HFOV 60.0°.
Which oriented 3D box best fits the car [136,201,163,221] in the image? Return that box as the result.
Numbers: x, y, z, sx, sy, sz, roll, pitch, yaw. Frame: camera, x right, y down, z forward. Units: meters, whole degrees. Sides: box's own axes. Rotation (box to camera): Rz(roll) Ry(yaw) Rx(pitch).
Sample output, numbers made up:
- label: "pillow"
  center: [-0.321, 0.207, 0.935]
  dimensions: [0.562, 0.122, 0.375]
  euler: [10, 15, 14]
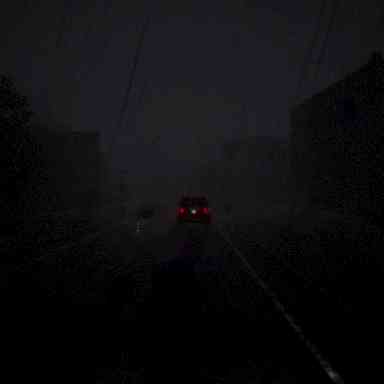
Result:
- label: "car"
  center: [-3.586, 1.573, 28.942]
  dimensions: [1.882, 1.535, 5.008]
  euler: [0, 0, 0]

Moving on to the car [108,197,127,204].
- label: "car"
  center: [-15.448, 1.728, 68.926]
  dimensions: [4.181, 1.385, 1.994]
  euler: [-1, 2, 29]

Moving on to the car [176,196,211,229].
- label: "car"
  center: [0.107, 1.301, 22.487]
  dimensions: [2.150, 2.045, 5.566]
  euler: [0, -1, 0]

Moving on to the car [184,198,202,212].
- label: "car"
  center: [0.112, 1.575, 40.401]
  dimensions: [2.128, 1.511, 4.902]
  euler: [0, 0, 0]
